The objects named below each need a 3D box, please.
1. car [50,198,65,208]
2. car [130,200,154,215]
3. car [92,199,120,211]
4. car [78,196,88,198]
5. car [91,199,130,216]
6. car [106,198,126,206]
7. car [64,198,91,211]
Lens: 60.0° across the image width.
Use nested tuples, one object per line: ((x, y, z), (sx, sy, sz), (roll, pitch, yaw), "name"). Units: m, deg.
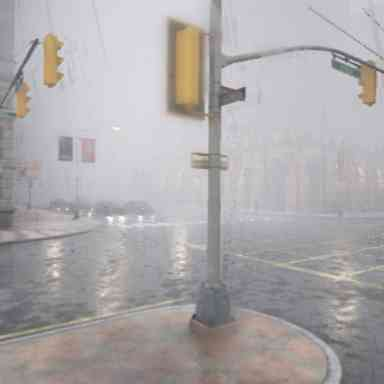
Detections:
((-20.503, 1.683, 51.330), (2.033, 1.411, 5.357), (1, 0, -35), "car")
((-5.987, 1.680, 36.932), (1.837, 1.490, 4.892), (1, 0, -36), "car")
((-11.676, 1.722, 44.875), (2.033, 1.411, 5.357), (1, 0, -35), "car")
((-17.360, 1.526, 52.955), (2.097, 1.767, 4.553), (1, 0, -35), "car")
((-8.547, 1.701, 34.497), (1.994, 1.385, 4.181), (1, 0, -36), "car")
((-13.862, 1.852, 60.429), (1.895, 1.301, 4.718), (1, 0, -35), "car")
((-14.493, 1.737, 42.788), (1.895, 1.301, 4.718), (1, 0, -35), "car")
